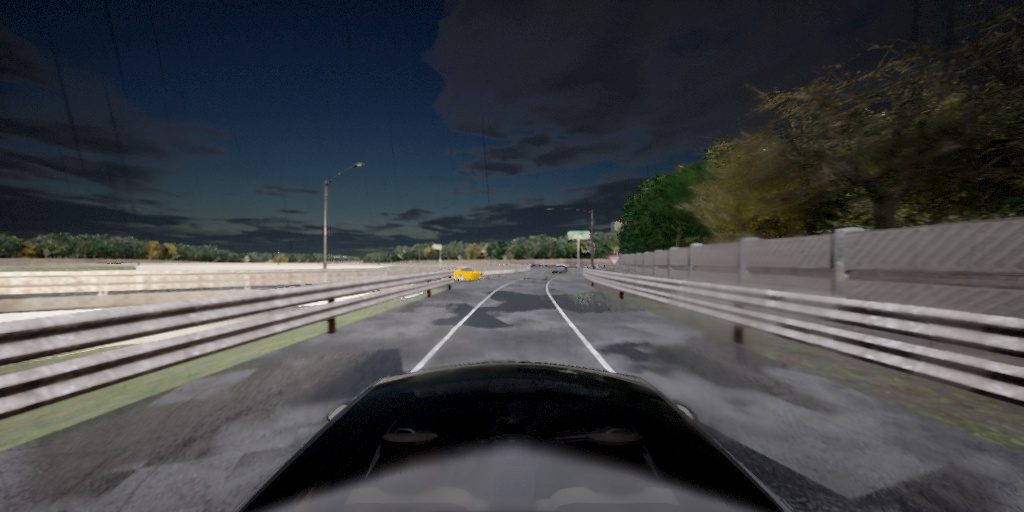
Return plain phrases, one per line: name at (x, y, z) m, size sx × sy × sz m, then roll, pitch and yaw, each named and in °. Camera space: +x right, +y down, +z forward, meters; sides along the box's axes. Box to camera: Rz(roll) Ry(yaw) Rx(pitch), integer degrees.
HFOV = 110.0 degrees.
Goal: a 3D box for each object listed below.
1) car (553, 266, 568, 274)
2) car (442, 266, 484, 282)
car at (8.401, 2.346, 61.662) m, size 1.994 × 1.385 × 4.181 m, roll 0°, pitch -1°, yaw 20°
car at (-4.909, 1.808, 36.560) m, size 1.882 × 1.535 × 5.008 m, roll 0°, pitch -1°, yaw 35°
